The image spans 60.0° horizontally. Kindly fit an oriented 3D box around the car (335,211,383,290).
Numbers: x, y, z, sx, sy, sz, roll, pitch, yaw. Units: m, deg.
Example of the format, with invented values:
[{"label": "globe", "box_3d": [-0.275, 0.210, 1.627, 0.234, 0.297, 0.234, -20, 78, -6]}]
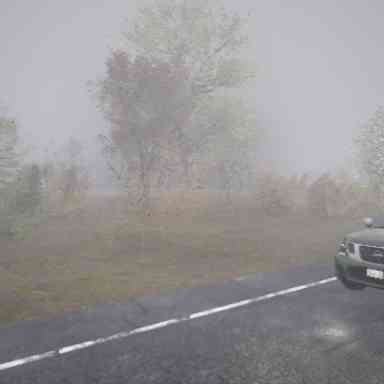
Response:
[{"label": "car", "box_3d": [5.775, 1.233, 7.992, 5.566, 2.045, 2.150, 0, 0, -35]}]
